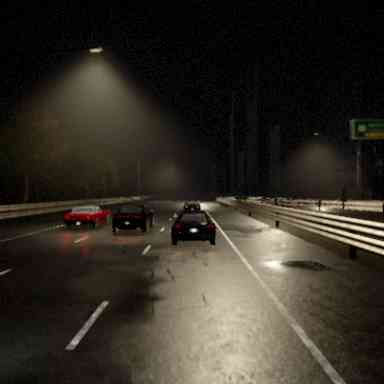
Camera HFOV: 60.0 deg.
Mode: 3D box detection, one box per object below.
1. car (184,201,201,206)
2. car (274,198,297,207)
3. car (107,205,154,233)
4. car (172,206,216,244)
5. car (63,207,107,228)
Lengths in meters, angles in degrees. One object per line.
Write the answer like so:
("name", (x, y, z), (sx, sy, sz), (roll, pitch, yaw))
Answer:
("car", (0.037, 1.646, 38.063), (1.895, 1.301, 4.718), (0, 0, 0))
("car", (16.004, 1.688, 57.201), (2.128, 1.511, 4.902), (0, 0, -18))
("car", (-3.432, 1.497, 20.043), (1.882, 1.535, 5.008), (0, 0, 0))
("car", (0.073, 1.579, 15.935), (1.994, 1.385, 4.181), (0, 0, 0))
("car", (-6.944, 1.623, 22.490), (1.895, 1.301, 4.718), (0, 0, 0))
